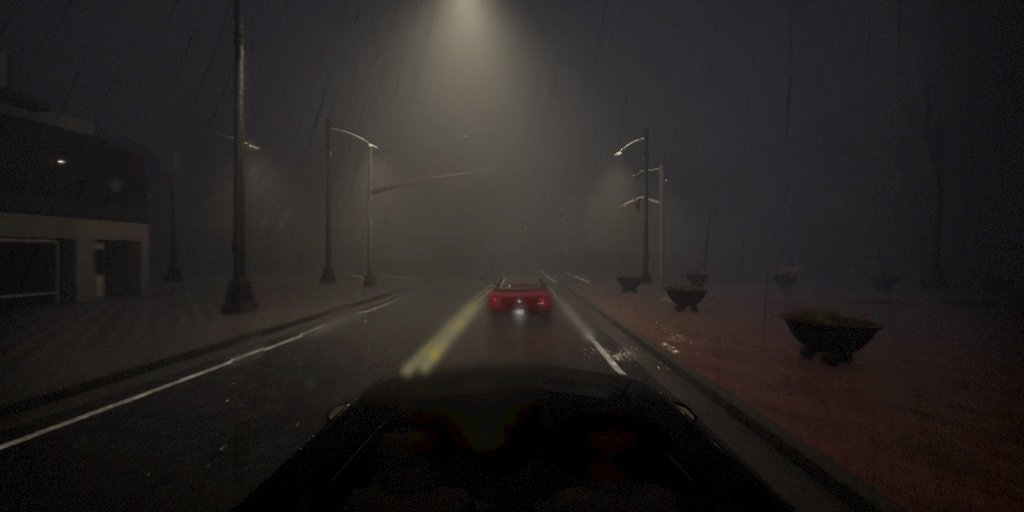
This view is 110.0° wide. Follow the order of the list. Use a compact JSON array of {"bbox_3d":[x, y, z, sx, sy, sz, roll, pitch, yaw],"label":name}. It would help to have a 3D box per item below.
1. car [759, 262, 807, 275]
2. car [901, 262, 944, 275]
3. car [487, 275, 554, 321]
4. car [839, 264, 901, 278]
[{"bbox_3d":[32.614,1.486,43.246,5.008,1.535,1.882,1,0,1],"label":"car"},{"bbox_3d":[48.625,1.476,42.854,4.674,1.442,1.812,1,0,1],"label":"car"},{"bbox_3d":[0.312,1.301,12.253,1.895,1.301,4.718,0,0,2],"label":"car"},{"bbox_3d":[39.176,1.623,39.608,5.008,1.535,1.882,1,0,1],"label":"car"}]
